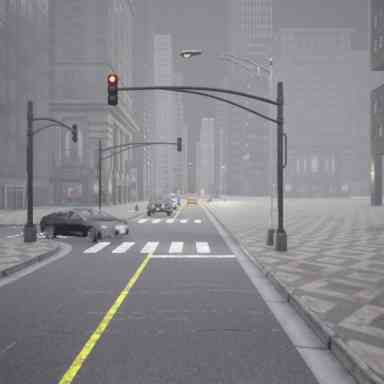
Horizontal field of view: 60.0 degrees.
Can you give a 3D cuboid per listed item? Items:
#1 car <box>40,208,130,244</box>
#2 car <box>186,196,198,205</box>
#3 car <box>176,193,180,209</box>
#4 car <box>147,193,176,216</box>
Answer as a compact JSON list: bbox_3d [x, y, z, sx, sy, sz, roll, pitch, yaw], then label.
[{"bbox_3d":[-5.127,1.521,15.845,4.902,1.511,2.128,-1,-1,31],"label":"car"},{"bbox_3d":[0.012,1.489,57.607,1.882,1.535,5.008,0,0,0],"label":"car"},{"bbox_3d":[-3.088,1.224,43.628,2.150,2.045,5.566,0,0,0],"label":"car"},{"bbox_3d":[-3.088,1.221,32.928,2.150,2.045,5.566,0,0,0],"label":"car"}]
